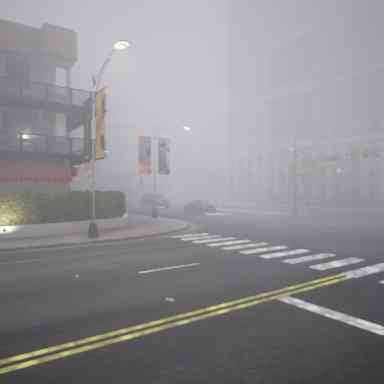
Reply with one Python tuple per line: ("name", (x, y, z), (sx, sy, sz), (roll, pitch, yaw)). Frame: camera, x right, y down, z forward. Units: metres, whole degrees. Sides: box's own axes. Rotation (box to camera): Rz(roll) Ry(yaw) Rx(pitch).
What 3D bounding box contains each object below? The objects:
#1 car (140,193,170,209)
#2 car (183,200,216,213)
("car", (-5.119, 1.217, 45.395), (2.150, 2.045, 5.566), (0, 0, -35))
("car", (0.816, 1.560, 36.758), (1.994, 1.385, 4.181), (0, 0, -35))
